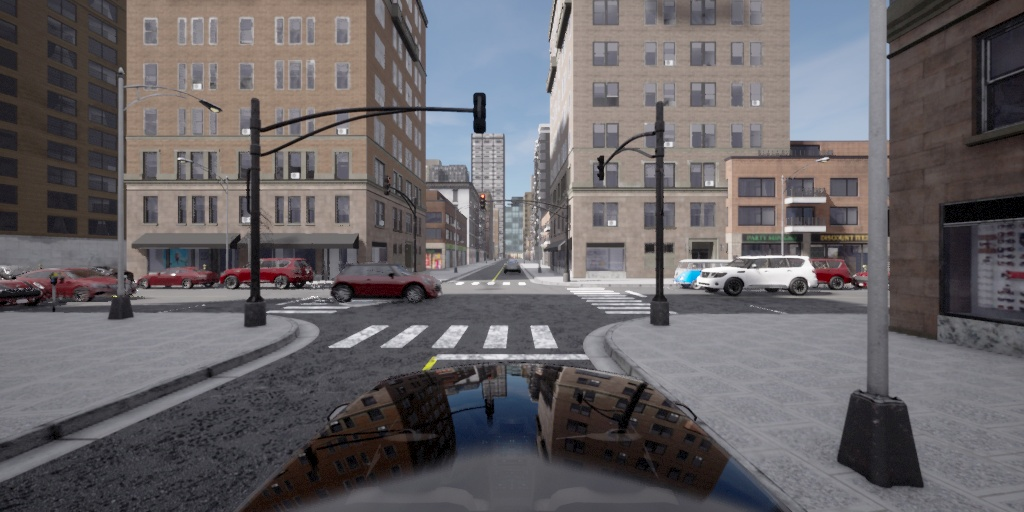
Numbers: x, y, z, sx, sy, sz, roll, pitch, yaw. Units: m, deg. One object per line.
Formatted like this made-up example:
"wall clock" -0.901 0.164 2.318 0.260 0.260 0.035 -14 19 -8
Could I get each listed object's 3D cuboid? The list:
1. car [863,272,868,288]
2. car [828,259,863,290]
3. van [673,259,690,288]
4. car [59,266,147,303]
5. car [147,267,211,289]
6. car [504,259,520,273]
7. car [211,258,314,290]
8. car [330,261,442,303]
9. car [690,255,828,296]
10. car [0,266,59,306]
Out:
"car" 23.227 1.212 21.808 4.097 1.591 1.967 0 0 0
"car" 17.631 1.083 21.839 5.009 1.841 2.192 0 0 0
"van" 12.035 1.104 21.870 3.998 1.789 1.690 0 0 0
"car" -19.778 1.264 16.096 4.674 1.442 1.812 0 0 0
"car" -20.436 1.318 22.054 4.207 1.307 1.802 0 0 0
"car" 0.039 1.328 44.491 1.994 1.385 4.181 0 0 0
"car" -14.913 1.056 22.023 5.009 1.841 2.192 0 0 0
"car" -5.482 1.102 16.011 4.553 1.767 2.097 0 0 0
"car" 12.956 0.987 19.105 5.566 2.045 2.150 0 0 0
"car" -20.459 1.178 13.528 4.097 1.591 1.967 0 0 0
